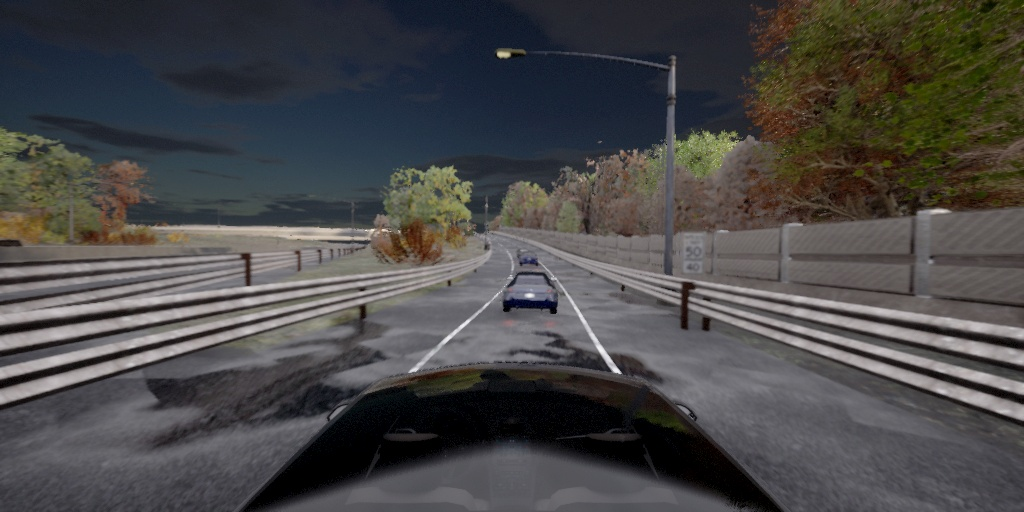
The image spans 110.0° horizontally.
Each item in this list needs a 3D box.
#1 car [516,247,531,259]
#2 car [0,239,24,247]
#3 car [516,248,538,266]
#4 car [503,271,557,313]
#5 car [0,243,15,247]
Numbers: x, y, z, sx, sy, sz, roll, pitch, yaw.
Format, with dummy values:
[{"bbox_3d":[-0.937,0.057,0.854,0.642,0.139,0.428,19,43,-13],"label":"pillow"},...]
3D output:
[{"bbox_3d":[1.626,-0.450,52.847,1.812,1.442,4.674,1,5,-2],"label":"car"},{"bbox_3d":[-44.240,-0.442,30.005,2.150,2.045,5.566,0,1,-21],"label":"car"},{"bbox_3d":[1.848,0.163,41.699,2.097,1.767,4.553,1,3,-1],"label":"car"},{"bbox_3d":[0.749,1.302,14.207,1.994,1.385,4.181,1,0,4],"label":"car"},{"bbox_3d":[-38.629,-0.005,25.119,1.837,1.490,4.892,0,1,-21],"label":"car"}]
